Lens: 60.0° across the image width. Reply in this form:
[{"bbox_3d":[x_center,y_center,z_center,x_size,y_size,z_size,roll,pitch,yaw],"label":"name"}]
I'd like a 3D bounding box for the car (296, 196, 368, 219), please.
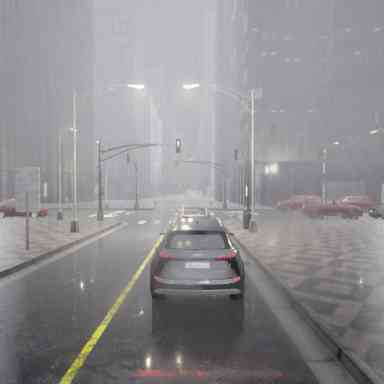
[{"bbox_3d":[12.178,1.463,29.179,5.009,1.841,2.192,0,1,0],"label":"car"}]

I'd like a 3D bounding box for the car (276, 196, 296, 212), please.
[{"bbox_3d":[12.179,1.325,37.703,5.009,1.841,2.192,0,1,0],"label":"car"}]

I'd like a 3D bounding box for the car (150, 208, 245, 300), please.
[{"bbox_3d":[0.124,1.428,8.407,2.033,1.649,4.856,0,0,1],"label":"car"}]

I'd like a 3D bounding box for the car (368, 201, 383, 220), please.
[{"bbox_3d":[17.821,1.742,29.188,4.313,1.339,1.947,0,1,0],"label":"car"}]

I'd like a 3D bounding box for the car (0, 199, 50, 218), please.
[{"bbox_3d":[-14.863,1.567,29.153,4.507,1.381,1.887,0,1,0],"label":"car"}]

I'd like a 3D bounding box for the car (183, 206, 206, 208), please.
[{"bbox_3d":[0.129,1.507,17.493,1.837,1.490,4.892,0,0,0],"label":"car"}]

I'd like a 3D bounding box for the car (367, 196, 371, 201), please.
[{"bbox_3d":[17.823,1.353,37.709,5.009,1.841,2.192,0,1,0],"label":"car"}]

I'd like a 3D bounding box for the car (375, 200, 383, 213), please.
[{"bbox_3d":[23.464,1.634,37.717,4.313,1.339,1.947,0,1,0],"label":"car"}]
